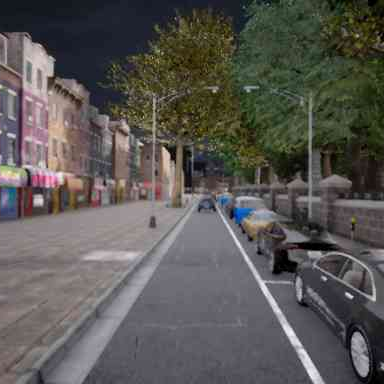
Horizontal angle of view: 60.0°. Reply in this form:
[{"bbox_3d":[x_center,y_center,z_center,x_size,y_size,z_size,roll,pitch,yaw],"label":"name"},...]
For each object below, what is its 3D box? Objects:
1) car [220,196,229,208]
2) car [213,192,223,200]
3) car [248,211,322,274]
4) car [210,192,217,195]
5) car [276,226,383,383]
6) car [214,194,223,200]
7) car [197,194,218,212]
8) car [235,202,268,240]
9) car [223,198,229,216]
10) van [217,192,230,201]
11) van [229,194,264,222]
[{"bbox_3d":[4.005,1.353,31.854,2.008,1.369,4.403,1,0,3],"label":"car"},{"bbox_3d":[6.182,0.871,80.849,2.192,1.841,5.009,1,0,3],"label":"car"},{"bbox_3d":[3.039,1.513,10.078,1.947,1.339,4.313,1,0,3],"label":"car"},{"bbox_3d":[2.099,1.184,47.435,2.128,1.511,4.902,0,0,3],"label":"car"},{"bbox_3d":[2.827,1.534,5.094,2.008,1.369,4.403,1,0,3],"label":"car"},{"bbox_3d":[5.935,1.159,75.406,1.802,1.307,4.206,1,0,3],"label":"car"},{"bbox_3d":[1.587,1.286,35.395,1.812,1.442,4.674,0,0,3],"label":"car"},{"bbox_3d":[3.288,1.433,15.692,1.752,1.417,4.829,1,0,3],"label":"car"},{"bbox_3d":[3.763,1.402,26.410,1.947,1.339,4.313,1,0,3],"label":"car"},{"bbox_3d":[4.492,1.079,42.740,1.690,1.788,3.998,1,0,3],"label":"van"},{"bbox_3d":[3.526,1.213,20.964,1.690,1.788,3.998,1,0,3],"label":"van"}]
